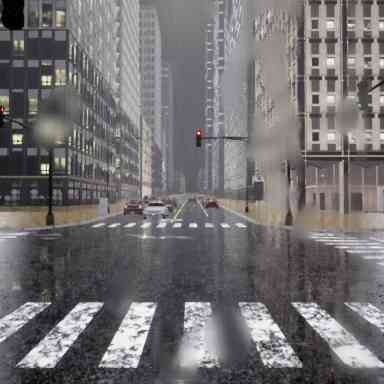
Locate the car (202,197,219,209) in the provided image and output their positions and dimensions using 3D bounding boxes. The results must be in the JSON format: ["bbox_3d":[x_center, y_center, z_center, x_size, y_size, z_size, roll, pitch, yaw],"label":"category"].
[{"bbox_3d":[2.695,1.599,44.955,1.802,1.307,4.206,1,0,0],"label":"car"}]

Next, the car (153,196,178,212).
[{"bbox_3d":[-3.107,1.562,38.878,2.033,1.411,5.357,0,0,0],"label":"car"}]

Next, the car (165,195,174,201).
[{"bbox_3d":[-5.691,1.578,83.917,1.887,1.381,4.507,1,0,0],"label":"car"}]

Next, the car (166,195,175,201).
[{"bbox_3d":[-5.692,1.587,89.492,2.008,1.369,4.403,1,0,0],"label":"car"}]

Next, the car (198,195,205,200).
[{"bbox_3d":[2.687,1.583,95.150,1.887,1.381,4.507,1,0,0],"label":"car"}]

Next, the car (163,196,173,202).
[{"bbox_3d":[-5.690,1.582,78.342,2.008,1.369,4.403,1,0,0],"label":"car"}]

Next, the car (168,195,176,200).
[{"bbox_3d":[-5.694,1.605,95.068,1.947,1.339,4.313,1,0,0],"label":"car"}]

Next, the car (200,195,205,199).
[{"bbox_3d":[2.695,1.547,56.280,1.752,1.417,4.829,1,0,0],"label":"car"}]

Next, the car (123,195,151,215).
[{"bbox_3d":[-5.680,1.453,33.741,1.967,1.590,4.097,1,0,0],"label":"car"}]

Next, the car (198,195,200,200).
[{"bbox_3d":[2.693,1.590,61.687,1.947,1.339,4.313,1,0,0],"label":"car"}]

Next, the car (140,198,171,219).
[{"bbox_3d":[-3.110,1.537,29.214,1.812,1.442,4.674,0,0,0],"label":"car"}]

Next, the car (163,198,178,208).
[{"bbox_3d":[-3.102,1.620,49.171,1.895,1.301,4.718,0,0,0],"label":"car"}]

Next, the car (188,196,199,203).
[{"bbox_3d":[0.071,1.573,70.456,2.033,1.411,5.357,0,0,0],"label":"car"}]

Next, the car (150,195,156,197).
[{"bbox_3d":[-5.680,1.332,44.891,2.192,1.841,5.009,1,0,0],"label":"car"}]
